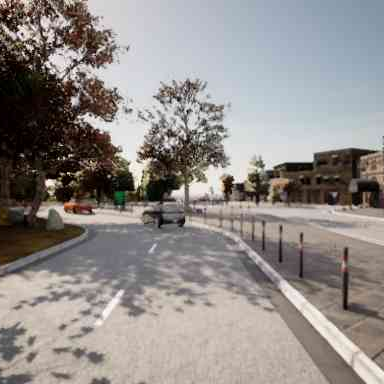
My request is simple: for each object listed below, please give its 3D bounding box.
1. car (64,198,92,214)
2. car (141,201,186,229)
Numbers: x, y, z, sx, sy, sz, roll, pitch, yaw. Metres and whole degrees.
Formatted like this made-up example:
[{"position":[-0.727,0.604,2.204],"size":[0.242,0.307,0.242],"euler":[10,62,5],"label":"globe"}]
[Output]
[{"position":[-13.135,1.530,38.144],"size":[2.097,1.767,4.553],"euler":[1,-1,-36],"label":"car"},{"position":[-2.079,1.619,23.076],"size":[2.128,1.511,4.902],"euler":[1,0,-25],"label":"car"}]
